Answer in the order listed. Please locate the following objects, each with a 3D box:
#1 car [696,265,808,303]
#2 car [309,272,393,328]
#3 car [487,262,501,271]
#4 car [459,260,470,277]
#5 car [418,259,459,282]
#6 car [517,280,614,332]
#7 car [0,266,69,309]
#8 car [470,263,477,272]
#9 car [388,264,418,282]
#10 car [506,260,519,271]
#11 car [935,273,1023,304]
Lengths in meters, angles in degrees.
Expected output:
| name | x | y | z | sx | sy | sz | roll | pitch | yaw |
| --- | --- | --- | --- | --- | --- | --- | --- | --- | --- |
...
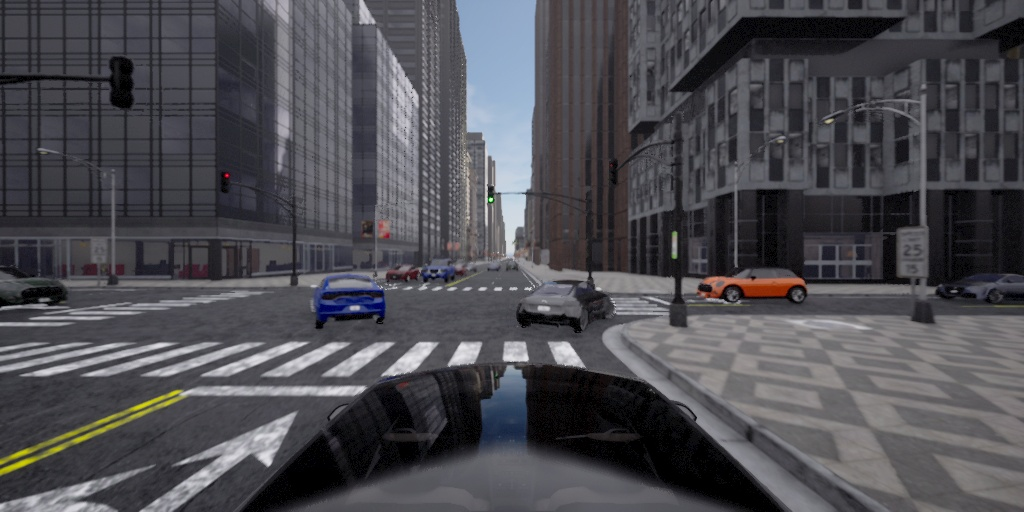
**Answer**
| name | x | y | z | sx | sy | sz | roll | pitch | yaw |
| --- | --- | --- | --- | --- | --- | --- | --- | --- | --- |
| car | 11.558 | 1.298 | 17.516 | 4.553 | 1.767 | 2.097 | 0 | 0 | 0 |
| car | -5.657 | 1.353 | 12.186 | 1.882 | 1.535 | 5.008 | 1 | -2 | -30 |
| car | -3.209 | 1.899 | 61.150 | 1.994 | 1.385 | 4.181 | 0 | -1 | 0 |
| car | -6.557 | 1.633 | 42.956 | 1.882 | 1.535 | 5.008 | 0 | 0 | 0 |
| car | -6.575 | 1.277 | 32.914 | 2.150 | 2.045 | 5.566 | 0 | -1 | 0 |
| car | 1.842 | 1.448 | 11.538 | 1.994 | 1.385 | 4.181 | -1 | -2 | 29 |
| car | -20.944 | 1.166 | 14.332 | 4.553 | 1.767 | 2.097 | 0 | 0 | -1 |
| car | -6.533 | 1.780 | 56.429 | 2.128 | 1.511 | 4.902 | 0 | -1 | -1 |
| car | -9.824 | 1.530 | 32.566 | 1.882 | 1.535 | 5.008 | 0 | -1 | 0 |
| car | 0.041 | 1.687 | 61.153 | 2.097 | 1.767 | 4.553 | 0 | -1 | 0 |
| car | 23.640 | 1.551 | 17.579 | 4.181 | 1.385 | 1.994 | 0 | 0 | 0 |
